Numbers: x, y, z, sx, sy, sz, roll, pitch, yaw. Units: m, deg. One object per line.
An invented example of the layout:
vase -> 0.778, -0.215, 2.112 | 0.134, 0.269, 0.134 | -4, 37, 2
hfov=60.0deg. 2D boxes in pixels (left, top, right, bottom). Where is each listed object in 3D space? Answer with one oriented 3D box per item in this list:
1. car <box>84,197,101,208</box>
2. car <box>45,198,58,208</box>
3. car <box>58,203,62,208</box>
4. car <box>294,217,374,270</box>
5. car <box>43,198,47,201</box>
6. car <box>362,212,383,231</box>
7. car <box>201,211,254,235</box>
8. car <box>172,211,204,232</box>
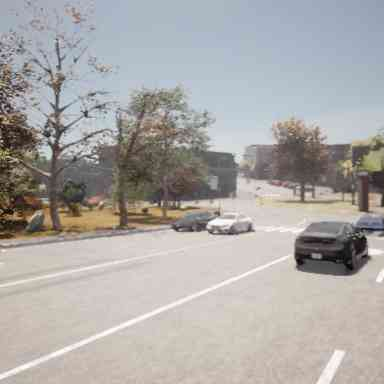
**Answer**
car -> -18.276, 1.989, 63.588 | 2.435, 2.045, 5.566 | -2, 0, -4
car -> -26.788, 2.504, 66.001 | 1.946, 1.575, 5.366 | -1, 0, -3
car -> -23.969, 2.296, 65.289 | 2.185, 1.767, 4.553 | -2, 0, -3
car -> 5.336, 1.856, 12.482 | 1.837, 1.490, 4.892 | -2, -3, 35
car -> -29.663, 2.328, 67.095 | 2.435, 2.045, 5.566 | -2, 1, -3
car -> 12.874, 2.121, 23.274 | 2.033, 1.411, 5.357 | -2, -2, 36
car -> 2.881, 2.233, 24.010 | 1.812, 1.442, 4.674 | -2, -2, 35
car -> 0.354, 2.307, 26.498 | 1.837, 1.490, 4.892 | -2, -2, 35
